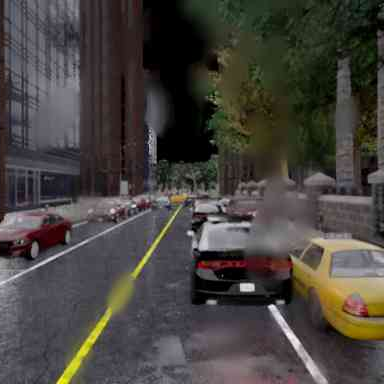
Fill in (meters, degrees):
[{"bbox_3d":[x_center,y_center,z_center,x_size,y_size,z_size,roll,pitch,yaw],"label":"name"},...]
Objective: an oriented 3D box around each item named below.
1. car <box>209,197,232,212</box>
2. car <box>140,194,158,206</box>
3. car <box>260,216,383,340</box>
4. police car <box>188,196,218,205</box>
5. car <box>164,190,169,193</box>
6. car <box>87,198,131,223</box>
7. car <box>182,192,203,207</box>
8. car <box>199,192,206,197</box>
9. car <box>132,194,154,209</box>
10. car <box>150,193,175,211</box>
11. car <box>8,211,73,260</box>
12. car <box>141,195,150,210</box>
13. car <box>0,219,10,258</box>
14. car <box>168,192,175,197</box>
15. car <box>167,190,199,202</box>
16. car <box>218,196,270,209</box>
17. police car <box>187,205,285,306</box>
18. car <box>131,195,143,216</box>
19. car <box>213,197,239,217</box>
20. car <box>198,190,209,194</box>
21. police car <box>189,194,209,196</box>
[{"bbox_3d":[2.806,1.211,33.684,1.947,1.339,4.313,0,1,0],"label":"car"},{"bbox_3d":[-5.705,1.059,44.436,1.752,1.417,4.829,0,1,0],"label":"car"},{"bbox_3d":[2.772,1.453,6.572,1.752,1.417,4.829,0,1,0],"label":"car"},{"bbox_3d":[0.906,1.233,18.060,1.930,1.638,5.238,0,1,0],"label":"police car"},{"bbox_3d":[-5.658,0.469,82.010,2.192,1.841,5.009,0,1,0],"label":"car"},{"bbox_3d":[-5.733,1.198,22.778,1.967,1.590,4.097,0,1,0],"label":"car"},{"bbox_3d":[0.056,1.055,42.803,1.837,1.490,4.892,0,1,0],"label":"car"},{"bbox_3d":[2.882,0.598,92.875,2.008,1.369,4.403,0,1,0],"label":"car"},{"bbox_3d":[-5.712,1.028,39.148,1.967,1.590,4.097,0,1,0],"label":"car"},{"bbox_3d":[-3.040,1.158,34.768,1.812,1.442,4.674,0,0,0],"label":"car"},{"bbox_3d":[-5.747,1.416,11.866,1.887,1.381,4.507,0,1,0],"label":"car"},{"bbox_3d":[-5.719,1.189,33.693,1.887,1.381,4.507,0,1,0],"label":"car"},{"bbox_3d":[-5.753,1.474,6.409,1.887,1.381,4.507,0,1,0],"label":"car"},{"bbox_3d":[-5.644,0.628,92.887,1.802,1.307,4.206,0,1,0],"label":"car"},{"bbox_3d":[-1.513,0.912,53.903,1.882,1.535,5.008,1,1,-38],"label":"car"},{"bbox_3d":[2.785,1.130,17.312,2.192,1.841,5.009,0,1,0],"label":"car"},{"bbox_3d":[0.912,1.338,8.061,1.930,1.638,5.238,0,1,0],"label":"police car"},{"bbox_3d":[-5.726,1.251,28.236,2.008,1.369,4.403,0,1,0],"label":"car"},{"bbox_3d":[2.800,1.225,28.397,1.752,1.417,4.829,0,1,0],"label":"car"},{"bbox_3d":[2.861,0.649,76.563,1.967,1.590,4.097,0,1,0],"label":"car"},{"bbox_3d":[0.932,1.170,24.060,1.930,1.638,5.238,0,1,0],"label":"police car"}]
